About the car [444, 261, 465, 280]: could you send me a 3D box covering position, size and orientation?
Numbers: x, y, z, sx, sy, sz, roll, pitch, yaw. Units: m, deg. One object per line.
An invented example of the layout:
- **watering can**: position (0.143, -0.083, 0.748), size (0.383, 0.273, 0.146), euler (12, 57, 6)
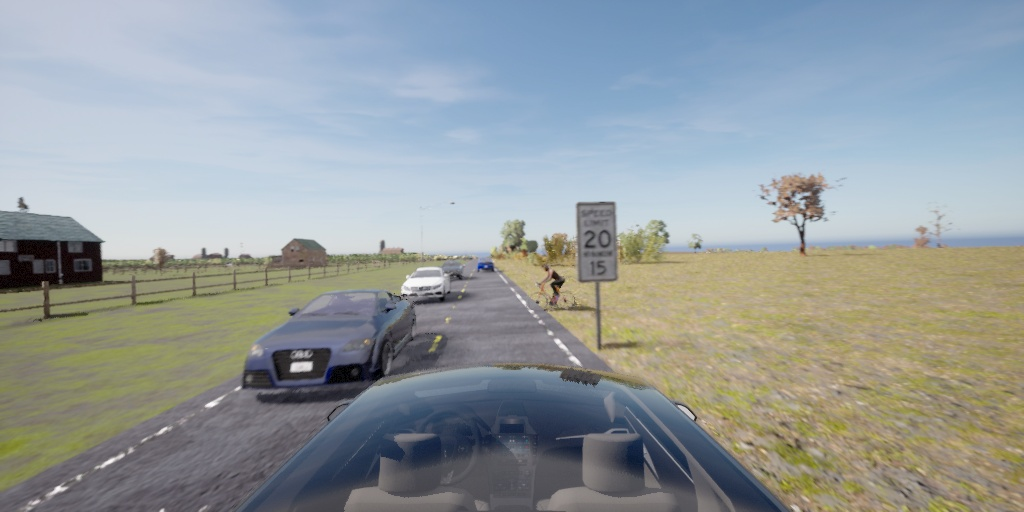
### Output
- **car**: position (-5.039, 1.189, 30.130), size (1.837, 1.490, 4.892), euler (-2, 0, -5)

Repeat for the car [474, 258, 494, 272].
- **car**: position (-3.043, 1.017, 41.453), size (1.882, 1.535, 5.008), euler (-2, 0, -5)

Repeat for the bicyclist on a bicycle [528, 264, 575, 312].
- **bicyclist on a bicycle**: position (1.329, 1.082, 12.151), size (1.656, 1.620, 0.582), euler (-2, 0, -5)

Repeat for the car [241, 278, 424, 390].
- **car**: position (-3.149, 1.367, 7.042), size (1.994, 1.385, 4.181), euler (-2, 0, -5)

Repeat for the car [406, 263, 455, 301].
- **car**: position (-3.993, 1.275, 17.307), size (1.812, 1.442, 4.674), euler (-2, 0, -5)
